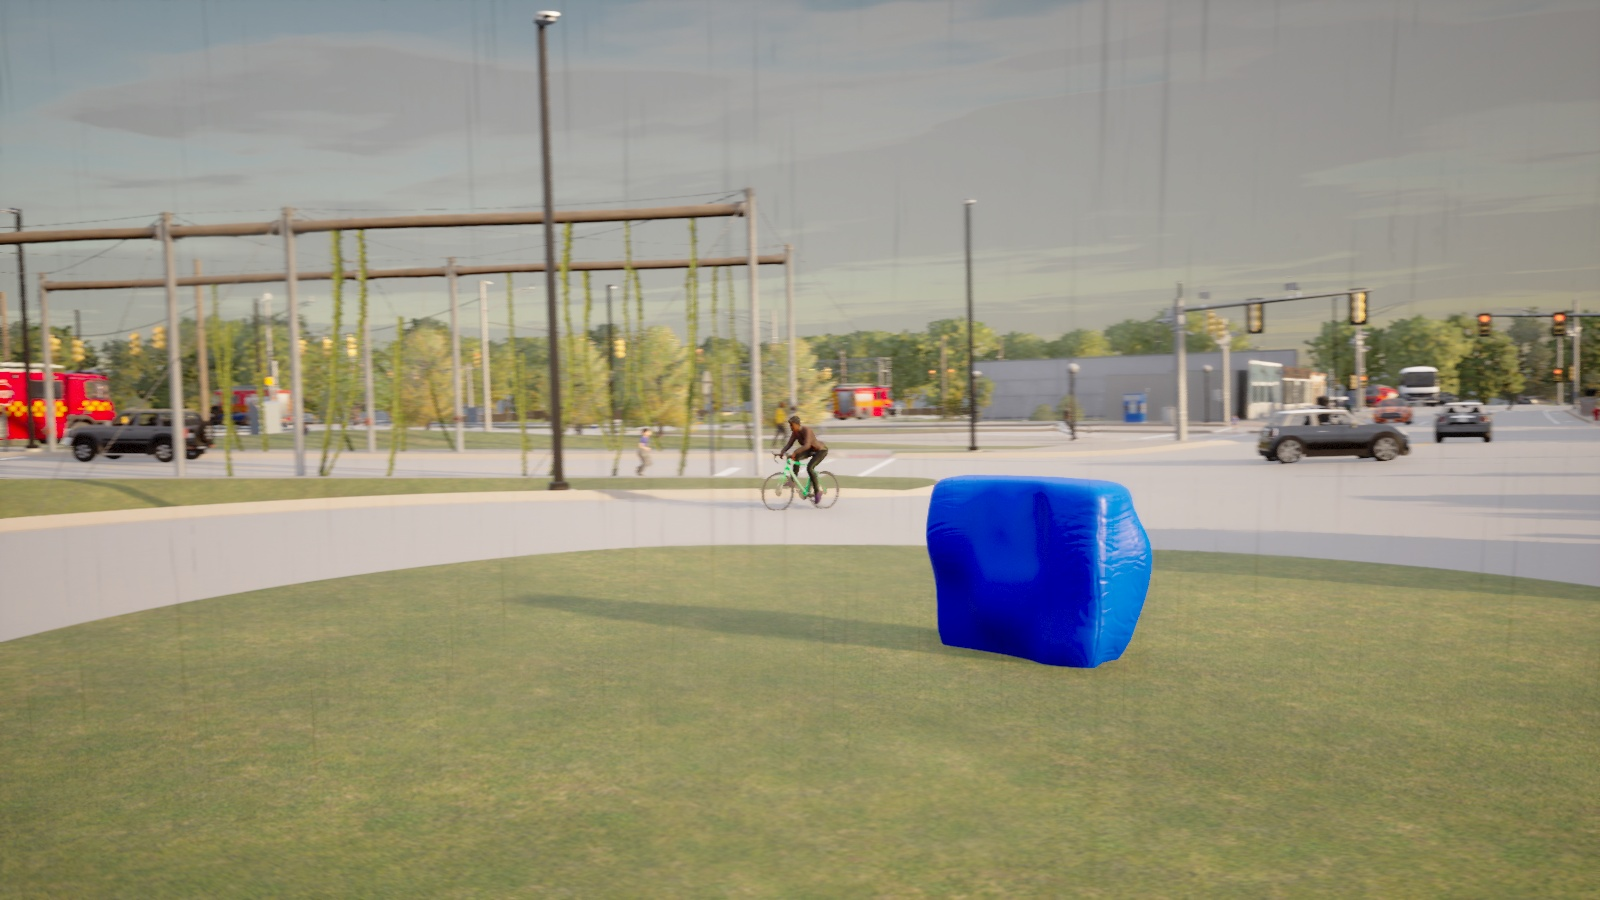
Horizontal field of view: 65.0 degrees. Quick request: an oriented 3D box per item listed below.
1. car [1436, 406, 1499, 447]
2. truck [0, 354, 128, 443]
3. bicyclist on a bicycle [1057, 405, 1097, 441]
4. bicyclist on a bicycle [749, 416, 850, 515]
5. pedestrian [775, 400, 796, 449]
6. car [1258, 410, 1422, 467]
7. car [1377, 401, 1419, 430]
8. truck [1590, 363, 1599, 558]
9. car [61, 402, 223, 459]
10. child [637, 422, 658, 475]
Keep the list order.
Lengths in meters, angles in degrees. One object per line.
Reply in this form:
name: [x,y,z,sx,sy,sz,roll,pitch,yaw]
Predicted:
car: [24.815,-0.882,46.649,1.970,1.475,3.806,0,1,29]
truck: [-35.075,-2.249,56.282,2.891,3.827,8.468,0,1,29]
bicyclist on a bicycle: [14.110,-1.383,64.041,1.843,1.776,0.659,1,2,25]
bicyclist on a bicycle: [-0.001,0.245,21.454,1.656,1.620,0.582,0,3,-36]
pedestrian: [-0.560,-0.968,47.633,0.726,1.835,0.370,-1,3,5]
car: [15.049,-0.341,35.180,3.806,1.475,1.970,-1,2,7]
car: [37.874,-2.193,79.521,2.097,1.767,4.553,0,2,30]
truck: [11.186,0.245,12.893,2.627,2.467,5.204,1,3,-2]
car: [-22.713,-0.699,43.471,4.605,1.855,1.932,1,3,4]
child: [-3.739,-0.035,30.731,0.437,1.263,0.270,-1,3,3]
